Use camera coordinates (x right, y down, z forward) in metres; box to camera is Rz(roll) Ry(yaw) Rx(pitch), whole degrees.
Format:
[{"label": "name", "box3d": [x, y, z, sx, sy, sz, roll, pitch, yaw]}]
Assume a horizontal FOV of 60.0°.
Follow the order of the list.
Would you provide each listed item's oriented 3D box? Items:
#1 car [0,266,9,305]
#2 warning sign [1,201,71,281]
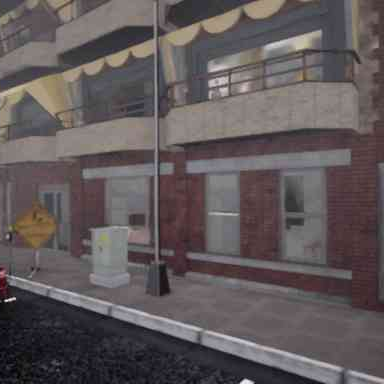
[{"label": "car", "box3d": [-5.313, 1.642, 6.728, 4.206, 1.307, 1.802, -1, 0, 36]}, {"label": "warning sign", "box3d": [-4.060, 1.177, 8.688, 1.060, 1.860, 1.300, -1, 0, 35]}]
